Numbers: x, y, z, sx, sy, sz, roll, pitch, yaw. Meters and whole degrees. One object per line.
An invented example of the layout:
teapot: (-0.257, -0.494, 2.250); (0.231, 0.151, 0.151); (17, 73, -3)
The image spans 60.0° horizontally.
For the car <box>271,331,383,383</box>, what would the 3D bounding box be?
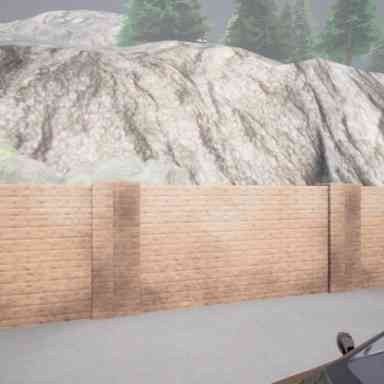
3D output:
car: (2.164, 1.492, 1.911); (4.902, 1.511, 2.128); (0, 0, -18)
